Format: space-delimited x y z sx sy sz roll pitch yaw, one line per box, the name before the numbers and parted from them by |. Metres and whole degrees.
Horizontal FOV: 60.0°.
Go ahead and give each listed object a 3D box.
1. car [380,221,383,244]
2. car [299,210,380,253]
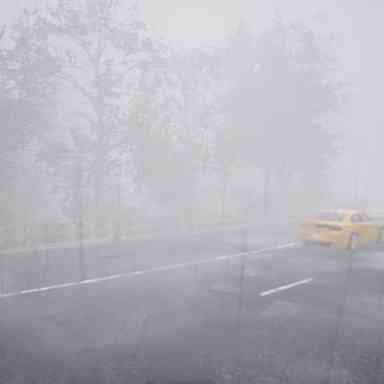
car | 7.877 1.516 10.557 4.674 1.442 1.812 0 0 -42
car | 6.406 1.481 13.949 5.008 1.535 1.882 0 0 -42
